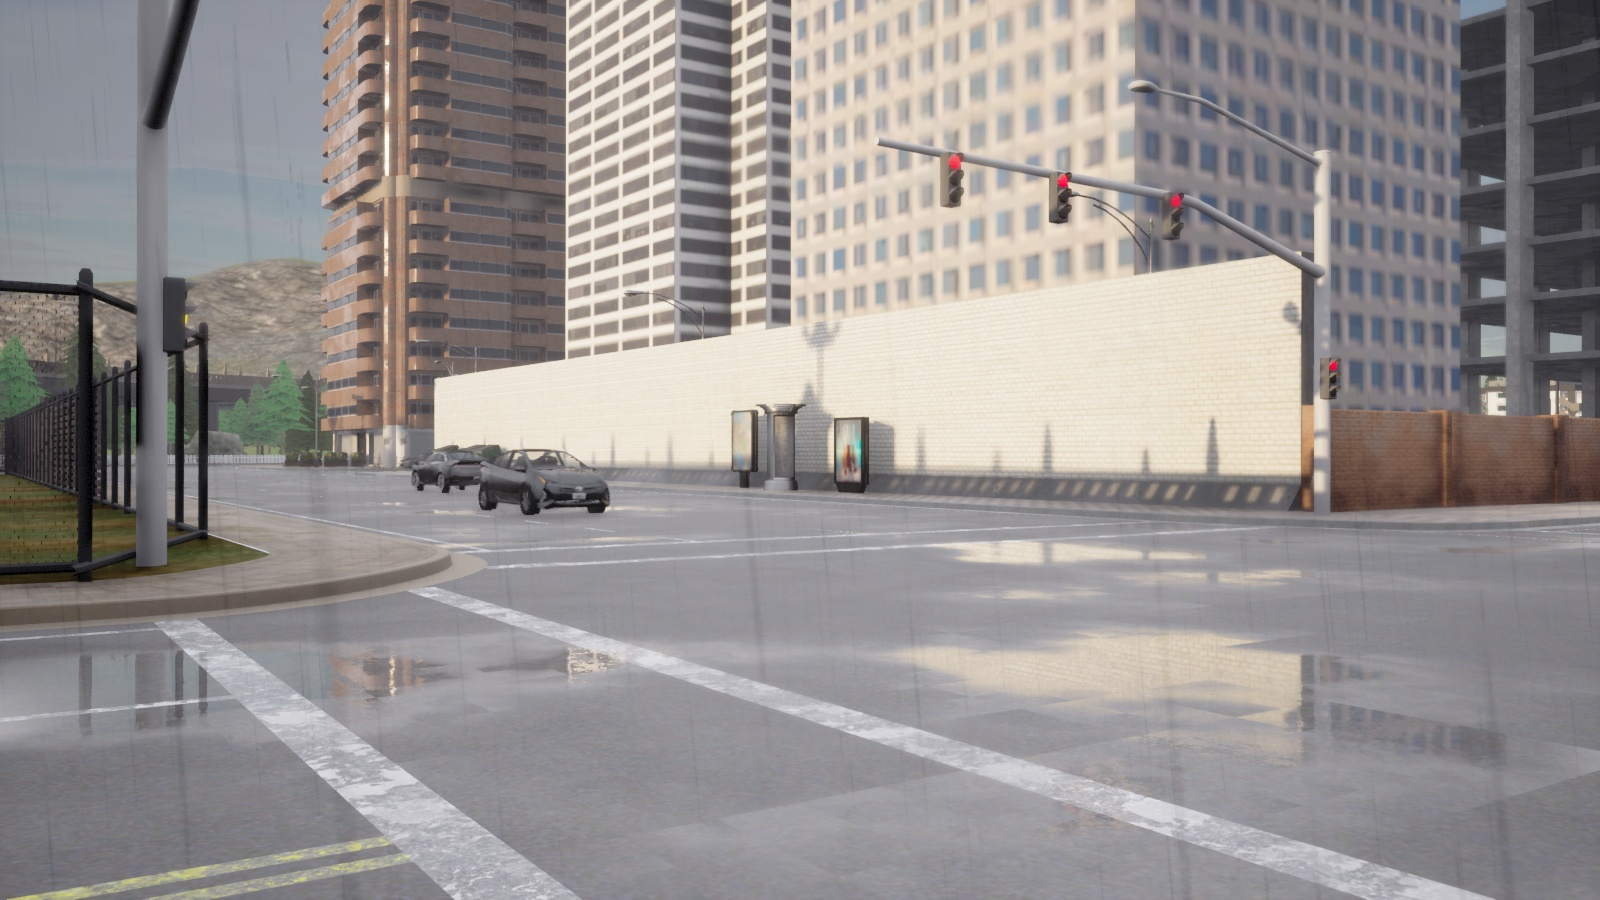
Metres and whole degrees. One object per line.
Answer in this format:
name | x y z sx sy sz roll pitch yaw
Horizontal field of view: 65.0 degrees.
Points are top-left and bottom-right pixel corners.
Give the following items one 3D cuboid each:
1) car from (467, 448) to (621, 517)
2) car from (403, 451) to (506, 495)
car | -6.210 0.723 30.082 2.007 1.525 4.514 0 0 -34
car | -12.643 0.784 45.695 2.128 1.511 4.902 0 0 -34
